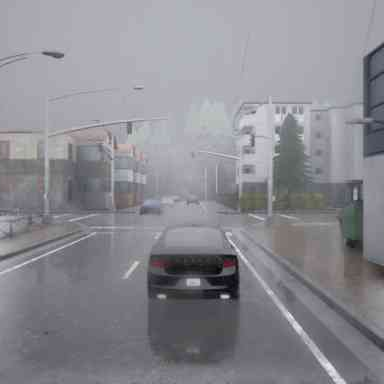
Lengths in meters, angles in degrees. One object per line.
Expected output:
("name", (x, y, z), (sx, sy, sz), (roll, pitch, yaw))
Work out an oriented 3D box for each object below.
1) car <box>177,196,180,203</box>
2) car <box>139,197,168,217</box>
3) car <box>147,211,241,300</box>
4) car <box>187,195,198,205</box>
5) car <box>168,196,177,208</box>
("car", (-3.503, 1.484, 67.779), (1.882, 1.535, 5.008), (0, 0, 0))
("car", (-3.587, 1.366, 30.406), (1.882, 1.535, 5.008), (1, 0, 0))
("car", (0.049, 1.478, 8.475), (1.882, 1.535, 5.008), (0, 0, 1))
("car", (0.096, 1.351, 60.280), (2.097, 1.767, 4.553), (0, 0, 0))
("car", (-3.598, 1.525, 48.263), (1.812, 1.442, 4.674), (0, 0, 0))
